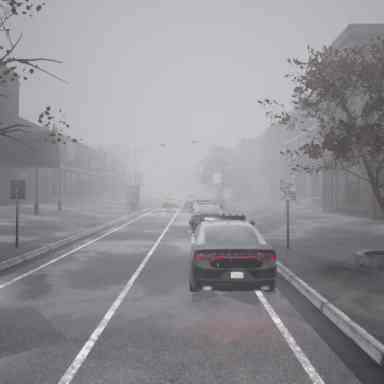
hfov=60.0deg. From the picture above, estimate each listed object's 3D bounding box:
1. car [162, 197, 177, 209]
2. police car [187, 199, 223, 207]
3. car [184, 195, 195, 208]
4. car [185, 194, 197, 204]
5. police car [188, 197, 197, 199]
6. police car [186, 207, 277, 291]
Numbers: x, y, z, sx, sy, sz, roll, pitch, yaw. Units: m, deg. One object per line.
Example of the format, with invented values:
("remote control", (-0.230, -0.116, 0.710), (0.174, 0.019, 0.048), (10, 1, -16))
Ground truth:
("car", (-3.117, 1.459, 46.596), (1.882, 1.535, 5.008), (0, 0, 0))
("police car", (0.853, 1.428, 19.117), (1.930, 1.638, 5.238), (0, 0, 0))
("car", (-0.101, 1.507, 46.698), (1.812, 1.442, 4.674), (0, 0, 0))
("car", (-0.150, 1.257, 59.816), (2.097, 1.767, 4.553), (0, 0, 0))
("police car", (0.838, 1.428, 25.117), (1.930, 1.638, 5.238), (0, 0, 0))
("police car", (0.879, 1.426, 9.116), (1.930, 1.638, 5.238), (0, 0, 0))
